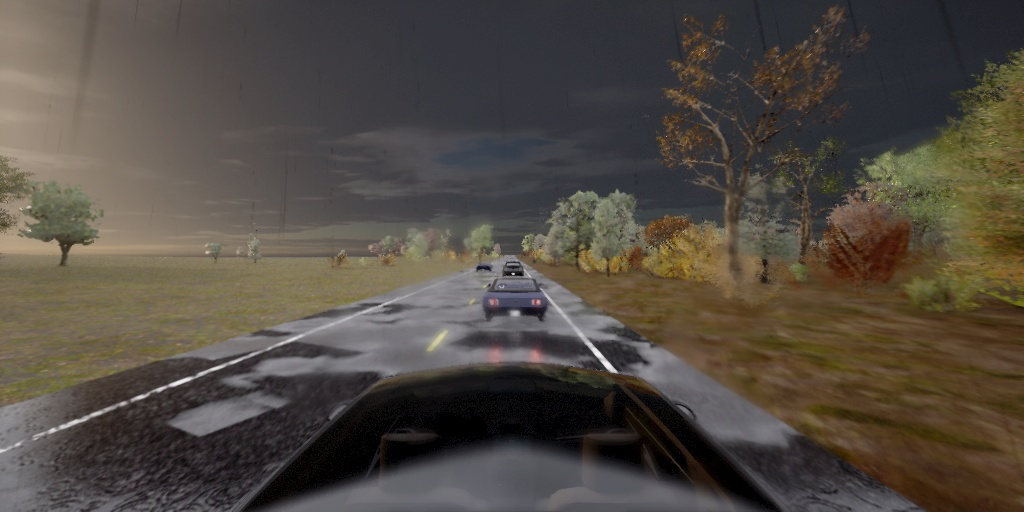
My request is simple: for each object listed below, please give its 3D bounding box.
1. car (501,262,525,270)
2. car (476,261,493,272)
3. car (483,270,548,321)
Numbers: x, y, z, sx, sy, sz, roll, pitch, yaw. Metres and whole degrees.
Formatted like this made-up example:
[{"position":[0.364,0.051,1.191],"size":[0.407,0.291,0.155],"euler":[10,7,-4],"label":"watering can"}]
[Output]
[{"position":[0.099,1.243,32.332],"size":[1.837,1.490,4.892],"euler":[0,0,0],"label":"car"},{"position":[-3.504,1.326,45.478],"size":[1.895,1.301,4.718],"euler":[0,0,0],"label":"car"},{"position":[0.101,1.350,12.419],"size":[1.895,1.301,4.718],"euler":[0,0,0],"label":"car"}]
